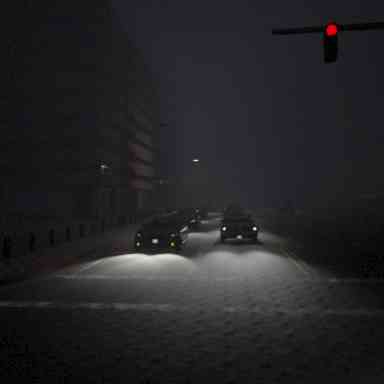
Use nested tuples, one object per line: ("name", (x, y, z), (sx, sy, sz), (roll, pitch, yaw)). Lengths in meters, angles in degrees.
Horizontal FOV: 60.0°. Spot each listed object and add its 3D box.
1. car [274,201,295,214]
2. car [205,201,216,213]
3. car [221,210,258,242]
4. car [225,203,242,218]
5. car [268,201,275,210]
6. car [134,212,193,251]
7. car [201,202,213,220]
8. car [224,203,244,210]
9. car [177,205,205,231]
("car", (12.578, 2.093, 44.537), (1.812, 1.442, 4.674), (-1, -1, 7))
("car", (2.490, 2.136, 49.429), (2.097, 1.767, 4.553), (-1, -1, 6))
("car", (2.505, 1.870, 18.028), (1.895, 1.301, 4.718), (-1, -1, 6))
("car", (4.661, 2.068, 37.699), (1.837, 1.490, 4.892), (-1, -1, 6))
("car", (13.618, 2.222, 54.546), (1.837, 1.490, 4.892), (-1, -1, 6))
("car", (-1.287, 1.844, 15.534), (1.994, 1.385, 4.181), (-1, -1, 6))
("car", (0.776, 2.110, 34.449), (2.033, 1.411, 5.357), (-1, -1, 6))
("car", (3.514, 1.899, 27.294), (2.128, 1.511, 4.902), (-1, -1, 6))
("car", (-0.344, 1.934, 24.109), (1.812, 1.442, 4.674), (-1, -1, 6))
